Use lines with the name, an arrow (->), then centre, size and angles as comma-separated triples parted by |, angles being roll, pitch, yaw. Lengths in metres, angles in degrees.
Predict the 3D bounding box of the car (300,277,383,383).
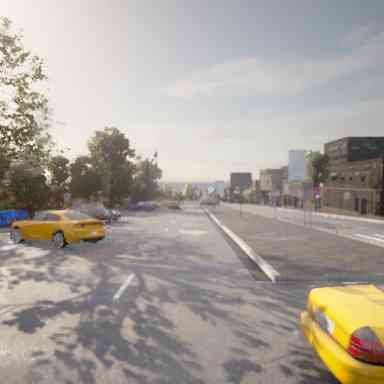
car -> 4.109, 1.483, 3.875 | 5.366, 1.575, 1.946 | 0, 0, 0

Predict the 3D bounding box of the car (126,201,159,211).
car -> -8.117, 2.323, 52.814 | 4.674, 1.452, 2.002 | 0, -1, 1

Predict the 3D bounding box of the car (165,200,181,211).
car -> -3.045, 2.486, 56.928 | 1.895, 1.301, 4.718 | 0, -1, 1

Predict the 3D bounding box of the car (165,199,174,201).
car -> -7.783, 3.033, 90.990 | 5.008, 1.535, 2.097 | 0, -1, 1

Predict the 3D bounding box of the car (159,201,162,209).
car -> -8.086, 2.347, 56.090 | 4.892, 1.521, 2.231 | 0, -1, 0

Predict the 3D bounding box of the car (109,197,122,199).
car -> -18.398, 2.280, 75.977 | 5.566, 2.045, 2.150 | 1, 2, 0

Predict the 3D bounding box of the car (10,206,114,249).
car -> -6.185, 1.573, 15.160 | 5.008, 1.535, 1.882 | 0, -2, 31

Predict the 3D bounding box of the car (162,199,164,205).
car -> -8.069, 2.410, 59.363 | 5.008, 1.535, 2.097 | 0, -1, 0

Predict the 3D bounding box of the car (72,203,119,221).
car -> -8.316, 1.789, 25.314 | 4.674, 1.452, 2.002 | 0, -1, 0

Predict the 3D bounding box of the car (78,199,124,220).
car -> -8.361, 1.683, 28.487 | 4.553, 1.767, 2.185 | 0, -1, 0

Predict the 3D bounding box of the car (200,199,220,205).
car -> 5.321, 3.100, 93.640 | 4.892, 1.521, 2.231 | 0, -1, 1
